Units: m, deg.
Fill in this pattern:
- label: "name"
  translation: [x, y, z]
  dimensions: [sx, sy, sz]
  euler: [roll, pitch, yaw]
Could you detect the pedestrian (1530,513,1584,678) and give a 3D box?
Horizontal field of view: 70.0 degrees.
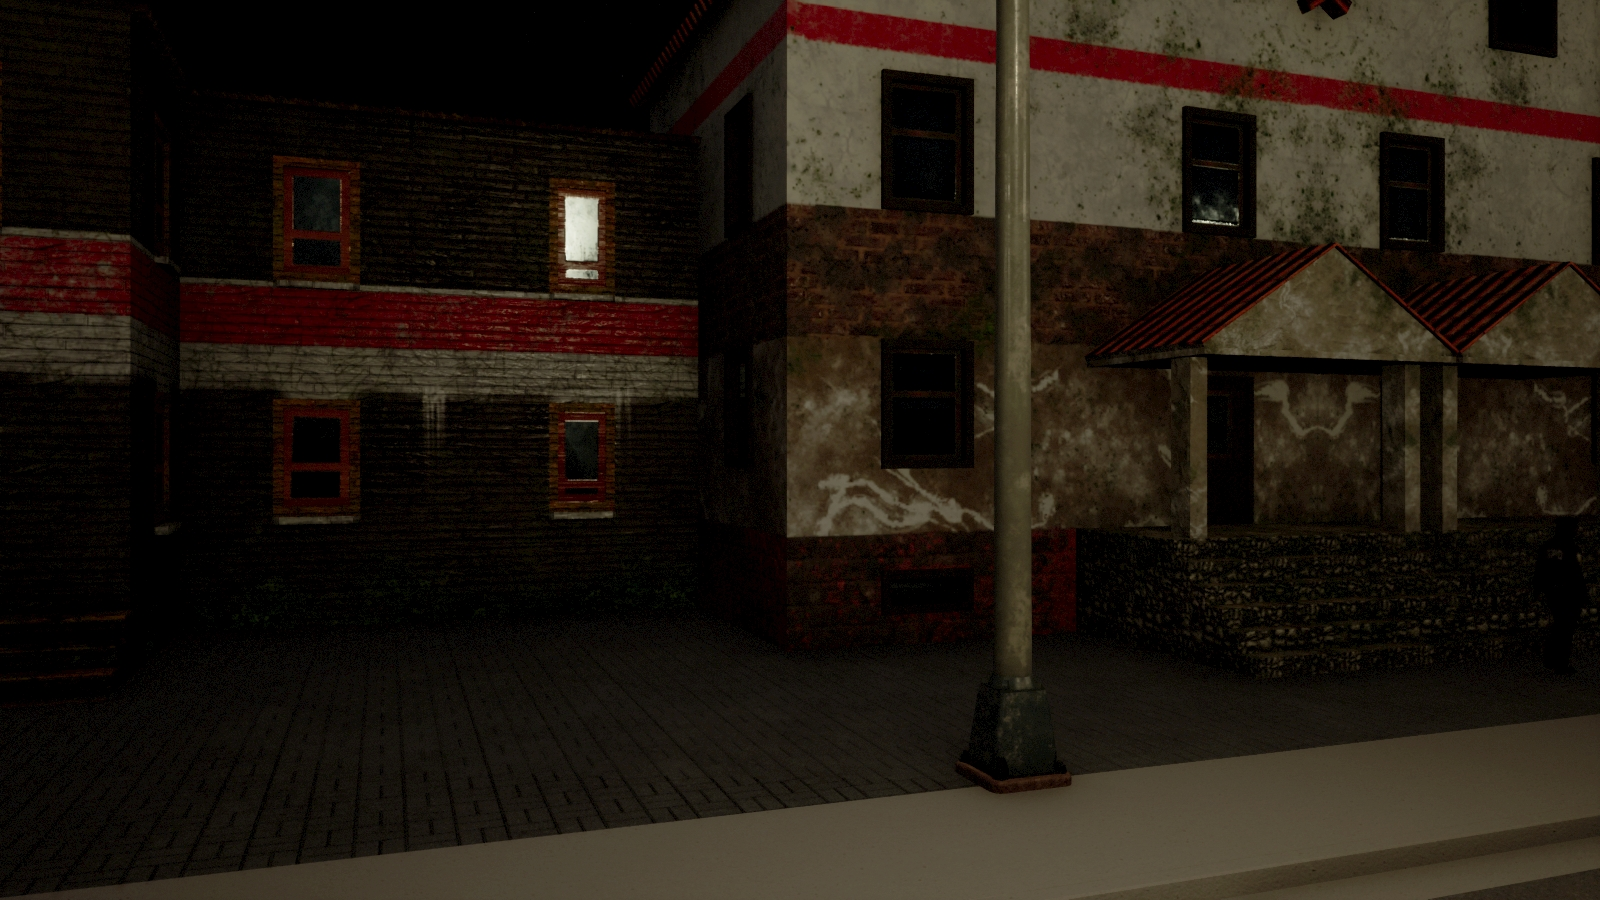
- label: "pedestrian"
  translation: [8.785, 1.671, 13.262]
  dimensions: [0.375, 1.860, 0.375]
  euler: [0, 0, -19]
